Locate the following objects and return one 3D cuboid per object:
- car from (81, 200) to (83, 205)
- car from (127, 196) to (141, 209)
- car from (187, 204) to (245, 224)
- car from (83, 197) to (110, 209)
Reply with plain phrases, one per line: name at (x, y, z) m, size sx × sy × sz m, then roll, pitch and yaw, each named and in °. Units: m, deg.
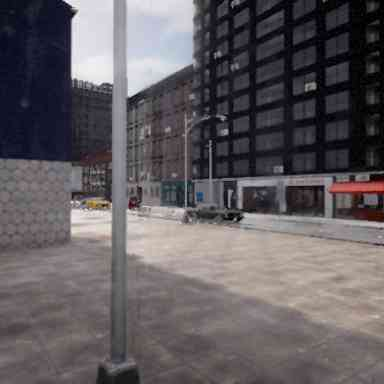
car at (-17.077, 1.599, 55.744) m, size 2.033 × 1.411 × 5.357 m, roll 0°, pitch 0°, yaw -35°
car at (-8.599, 1.385, 43.933) m, size 2.097 × 1.767 × 4.553 m, roll 0°, pitch 0°, yaw -35°
car at (1.663, 1.583, 24.568) m, size 1.895 × 1.301 × 4.718 m, roll 0°, pitch 0°, yaw -36°
car at (-12.549, 1.498, 44.515) m, size 1.882 × 1.535 × 5.008 m, roll 0°, pitch -1°, yaw -35°
